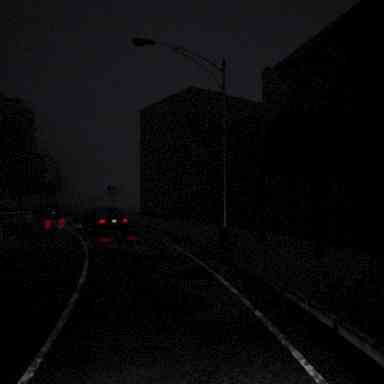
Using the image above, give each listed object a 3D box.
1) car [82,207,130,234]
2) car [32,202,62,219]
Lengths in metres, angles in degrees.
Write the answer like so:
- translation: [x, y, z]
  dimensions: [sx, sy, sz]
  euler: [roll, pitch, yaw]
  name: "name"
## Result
- translation: [-5.203, 1.570, 19.599]
  dimensions: [2.033, 1.411, 5.357]
  euler: [0, 0, -27]
  name: "car"
- translation: [-13.824, 1.686, 31.633]
  dimensions: [2.128, 1.511, 4.902]
  euler: [0, -1, -37]
  name: "car"
